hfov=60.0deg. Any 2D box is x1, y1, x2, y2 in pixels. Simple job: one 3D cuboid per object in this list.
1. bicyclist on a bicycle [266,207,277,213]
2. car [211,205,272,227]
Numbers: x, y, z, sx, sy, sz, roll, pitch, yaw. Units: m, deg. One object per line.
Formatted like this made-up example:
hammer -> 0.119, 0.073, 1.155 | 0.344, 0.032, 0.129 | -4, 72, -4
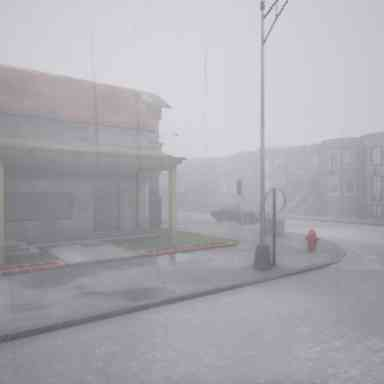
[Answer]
bicyclist on a bicycle -> 7.622, 1.319, 31.811 | 1.656, 1.620, 0.582 | 0, 0, -36
car -> 3.450, 1.581, 23.204 | 1.895, 1.301, 4.718 | 0, 0, -36
